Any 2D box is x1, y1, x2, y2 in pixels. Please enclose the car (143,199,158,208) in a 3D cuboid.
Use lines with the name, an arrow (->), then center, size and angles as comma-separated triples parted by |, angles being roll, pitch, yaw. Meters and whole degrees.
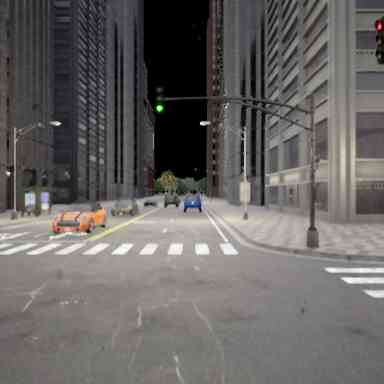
car -> -6.531, 1.789, 52.908 | 1.895, 1.301, 4.718 | 0, 0, 0

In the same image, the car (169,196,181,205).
car -> -3.257, 1.582, 63.363 | 2.097, 1.767, 4.553 | 0, 0, 0

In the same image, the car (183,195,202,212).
car -> 0.096, 1.367, 41.597 | 2.150, 2.045, 5.566 | 0, 0, 0

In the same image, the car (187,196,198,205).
car -> 0.074, 1.586, 64.255 | 2.097, 1.767, 4.553 | 0, 0, 0

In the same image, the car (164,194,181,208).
car -> -3.256, 1.409, 52.772 | 2.150, 2.045, 5.566 | 0, 0, 0

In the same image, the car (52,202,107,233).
car -> -6.599, 1.421, 19.923 | 2.097, 1.767, 4.553 | 0, 0, 0

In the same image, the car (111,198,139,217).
car -> -6.595, 1.466, 33.114 | 2.097, 1.767, 4.553 | 0, 0, 0
